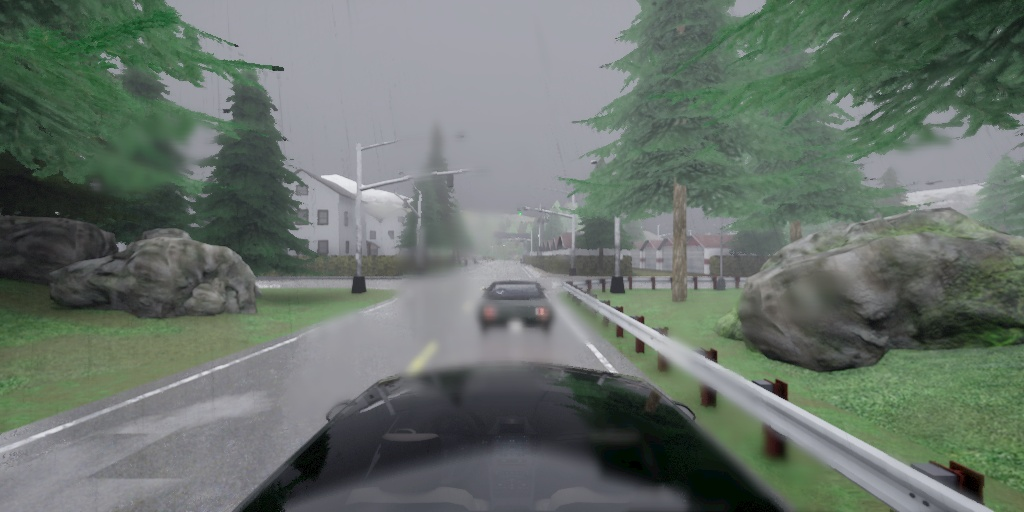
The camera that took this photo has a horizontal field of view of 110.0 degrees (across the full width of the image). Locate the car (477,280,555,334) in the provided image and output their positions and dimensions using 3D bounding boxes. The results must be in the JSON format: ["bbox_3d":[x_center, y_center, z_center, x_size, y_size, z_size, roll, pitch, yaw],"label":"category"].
[{"bbox_3d":[0.108,1.366,10.706,1.895,1.301,4.718,0,0,0],"label":"car"}]
